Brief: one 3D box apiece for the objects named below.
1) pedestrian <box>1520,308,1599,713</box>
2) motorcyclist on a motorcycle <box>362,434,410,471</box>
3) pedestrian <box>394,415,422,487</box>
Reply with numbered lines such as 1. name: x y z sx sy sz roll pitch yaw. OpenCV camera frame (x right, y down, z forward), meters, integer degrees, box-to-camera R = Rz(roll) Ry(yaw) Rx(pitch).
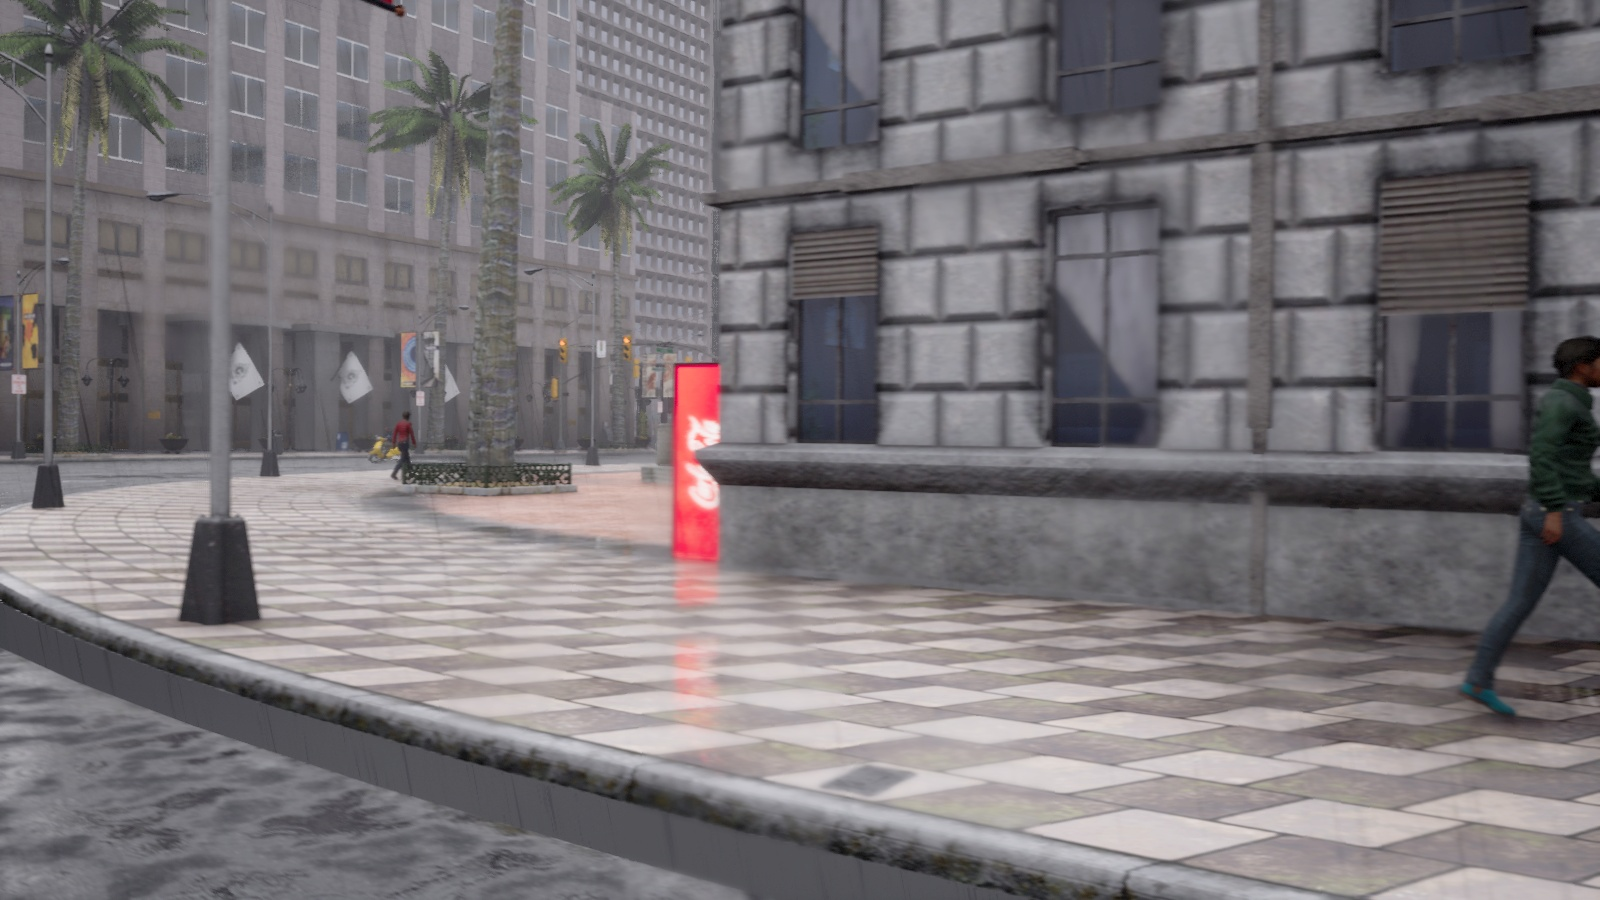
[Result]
1. pedestrian: 3.755 0.276 5.879 0.614 1.847 0.353 0 1 20
2. motorcyclist on a motorcycle: -17.934 0.095 54.472 0.866 1.590 1.817 0 1 33
3. pedestrian: -10.154 0.031 32.505 0.331 1.846 0.636 0 1 25
